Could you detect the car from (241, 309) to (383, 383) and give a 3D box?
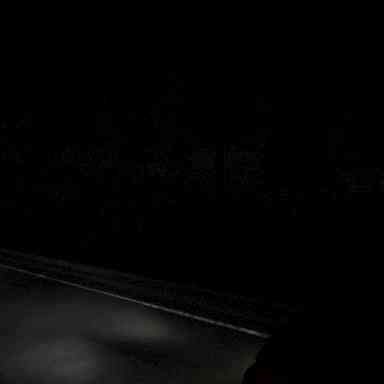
[{"bbox_3d":[2.670,1.601,2.089,4.718,1.301,1.895,0,0,35],"label":"car"}]
